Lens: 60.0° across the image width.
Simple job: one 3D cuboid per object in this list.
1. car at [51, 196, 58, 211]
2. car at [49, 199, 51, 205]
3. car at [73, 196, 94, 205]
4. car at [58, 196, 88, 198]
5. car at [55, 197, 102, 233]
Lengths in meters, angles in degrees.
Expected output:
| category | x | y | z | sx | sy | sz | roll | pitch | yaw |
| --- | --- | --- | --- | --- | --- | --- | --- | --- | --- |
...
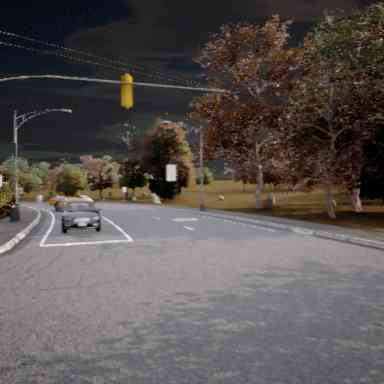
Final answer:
| category | x | y | z | sx | sy | sz | roll | pitch | yaw |
| --- | --- | --- | --- | --- | --- | --- | --- | --- | --- |
| car | -13.743 | 1.382 | 35.939 | 1.994 | 1.385 | 4.181 | -1 | 0 | -27 |
| car | -22.314 | 1.456 | 55.600 | 1.882 | 1.535 | 5.008 | -1 | 0 | -43 |
| car | -18.562 | 1.416 | 56.563 | 1.812 | 1.442 | 4.674 | -1 | 0 | -39 |
| car | -9.530 | 1.230 | 26.855 | 1.882 | 1.535 | 5.008 | -1 | 0 | -24 |
| car | -6.068 | 1.256 | 18.053 | 2.128 | 1.511 | 4.902 | -1 | 1 | -21 |
